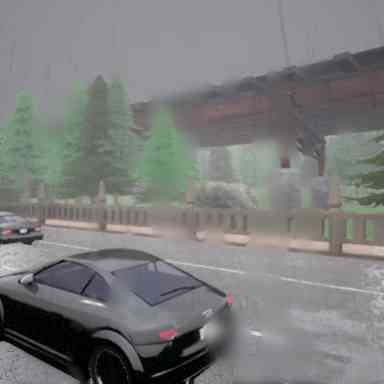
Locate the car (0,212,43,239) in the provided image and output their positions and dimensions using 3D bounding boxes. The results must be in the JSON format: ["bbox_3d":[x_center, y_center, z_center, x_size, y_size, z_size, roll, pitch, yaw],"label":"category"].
[{"bbox_3d":[-8.601,1.577,14.406,5.357,1.411,2.033,0,0,35],"label":"car"}]

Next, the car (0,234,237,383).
[{"bbox_3d":[-1.441,1.572,5.018,4.181,1.385,1.994,0,0,35],"label":"car"}]
